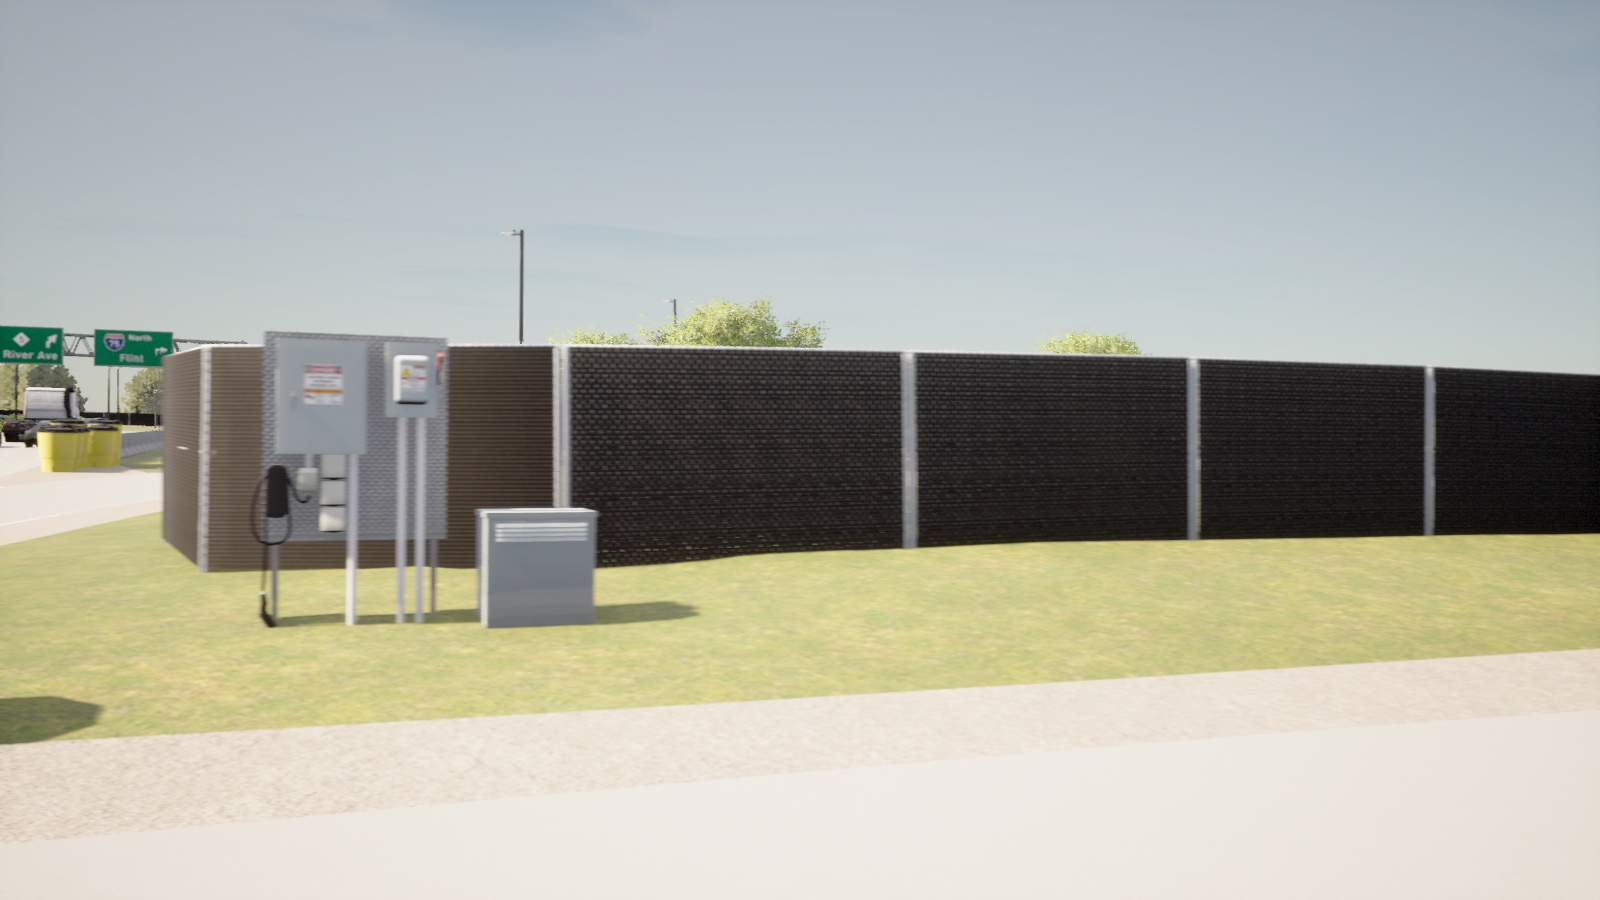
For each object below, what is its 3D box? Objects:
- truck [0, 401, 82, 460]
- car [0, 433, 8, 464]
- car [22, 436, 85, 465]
[{"bbox_3d":[-46.829,-1.231,77.687,2.891,3.462,7.936,-1,1,-20],"label":"truck"},{"bbox_3d":[-41.132,-0.062,62.482,1.801,1.575,5.366,-1,1,-20],"label":"car"},{"bbox_3d":[-37.922,0.021,63.892,1.994,1.385,4.181,-1,1,-20],"label":"car"}]
